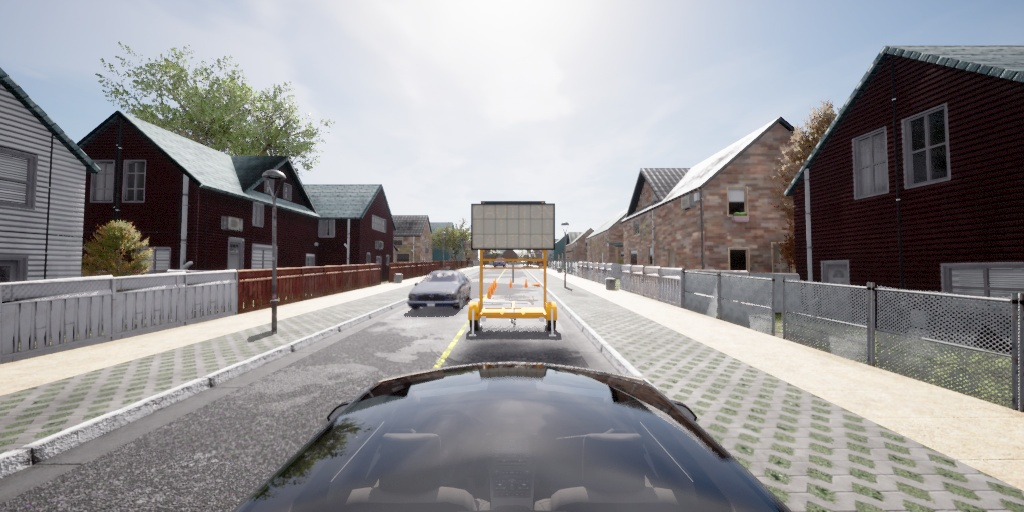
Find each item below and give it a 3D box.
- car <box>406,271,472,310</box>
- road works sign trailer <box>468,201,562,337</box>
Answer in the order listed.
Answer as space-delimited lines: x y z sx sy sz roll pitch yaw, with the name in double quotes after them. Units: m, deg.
-2.795 1.321 15.053 2.033 1.411 5.357 0 0 0 "car"
0.033 0.226 10.369 2.380 3.560 2.880 0 0 1 "road works sign trailer"
